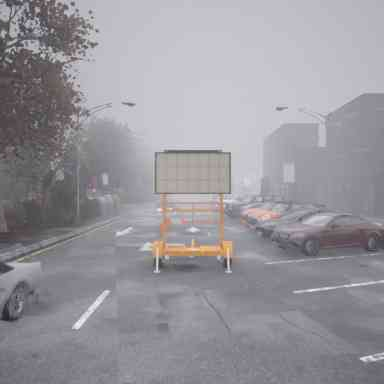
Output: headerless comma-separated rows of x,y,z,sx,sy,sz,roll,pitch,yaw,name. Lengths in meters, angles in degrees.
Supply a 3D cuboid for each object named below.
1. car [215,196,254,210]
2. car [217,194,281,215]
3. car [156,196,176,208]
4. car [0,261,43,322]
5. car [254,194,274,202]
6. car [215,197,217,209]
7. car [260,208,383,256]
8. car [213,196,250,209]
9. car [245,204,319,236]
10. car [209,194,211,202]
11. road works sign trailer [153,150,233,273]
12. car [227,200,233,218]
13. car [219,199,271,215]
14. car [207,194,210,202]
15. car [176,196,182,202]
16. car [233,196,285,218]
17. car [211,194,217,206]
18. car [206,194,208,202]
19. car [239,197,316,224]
5.468,1.414,42.954,4.553,1.767,2.185,1,0,-20,car
5.400,1.252,27.924,5.566,2.045,2.435,1,0,-20,car
-3.956,1.426,48.613,2.097,1.767,4.553,0,0,0,car
-3.940,1.601,4.467,1.895,1.301,4.718,0,0,0,car
18.635,1.464,85.965,2.435,2.045,5.566,0,0,-21,car
5.254,1.504,30.882,5.366,1.575,1.946,1,0,-20,car
5.337,1.528,12.936,4.674,1.452,2.002,1,0,-20,car
5.485,1.425,45.956,4.553,1.767,2.185,1,0,-20,car
5.319,1.518,15.928,4.792,1.488,2.163,1,0,-20,car
5.580,1.447,51.972,4.553,1.767,2.185,1,0,-20,car
0.028,0.465,10.679,2.380,3.560,2.880,0,0,0,road works sign trailer
5.389,1.539,24.946,4.674,1.452,2.002,1,0,-20,car
5.417,1.545,33.939,4.792,1.488,2.163,1,0,-20,car
5.552,1.584,54.975,5.008,1.535,2.097,1,-1,-20,car
-3.604,1.728,81.193,1.812,1.442,4.674,0,0,3,car
5.409,1.370,21.949,4.553,1.767,2.185,1,0,-20,car
5.441,1.271,36.941,5.566,2.045,2.435,1,0,-20,car
5.620,1.392,70.013,5.566,2.045,2.435,1,0,-20,car
5.393,1.366,18.948,4.553,1.767,2.185,1,0,-20,car
